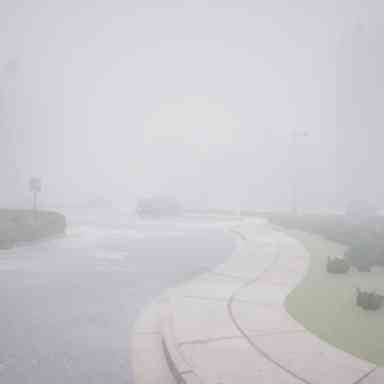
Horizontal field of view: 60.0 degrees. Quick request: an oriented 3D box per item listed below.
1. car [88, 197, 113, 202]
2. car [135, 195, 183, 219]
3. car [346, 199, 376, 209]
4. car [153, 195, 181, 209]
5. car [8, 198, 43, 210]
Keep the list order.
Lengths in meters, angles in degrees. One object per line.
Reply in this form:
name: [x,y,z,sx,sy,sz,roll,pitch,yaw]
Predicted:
car: [-14.705,1.552,53.501,1.816,1.474,4.193,0,0,36]
car: [-2.853,1.344,29.401,1.932,1.855,4.605,0,0,36]
car: [16.260,1.545,32.009,2.242,1.667,4.611,0,0,36]
car: [-3.415,1.366,46.110,1.905,1.878,3.866,0,0,36]
car: [-21.229,1.544,42.349,1.784,1.438,3.905,0,0,36]
